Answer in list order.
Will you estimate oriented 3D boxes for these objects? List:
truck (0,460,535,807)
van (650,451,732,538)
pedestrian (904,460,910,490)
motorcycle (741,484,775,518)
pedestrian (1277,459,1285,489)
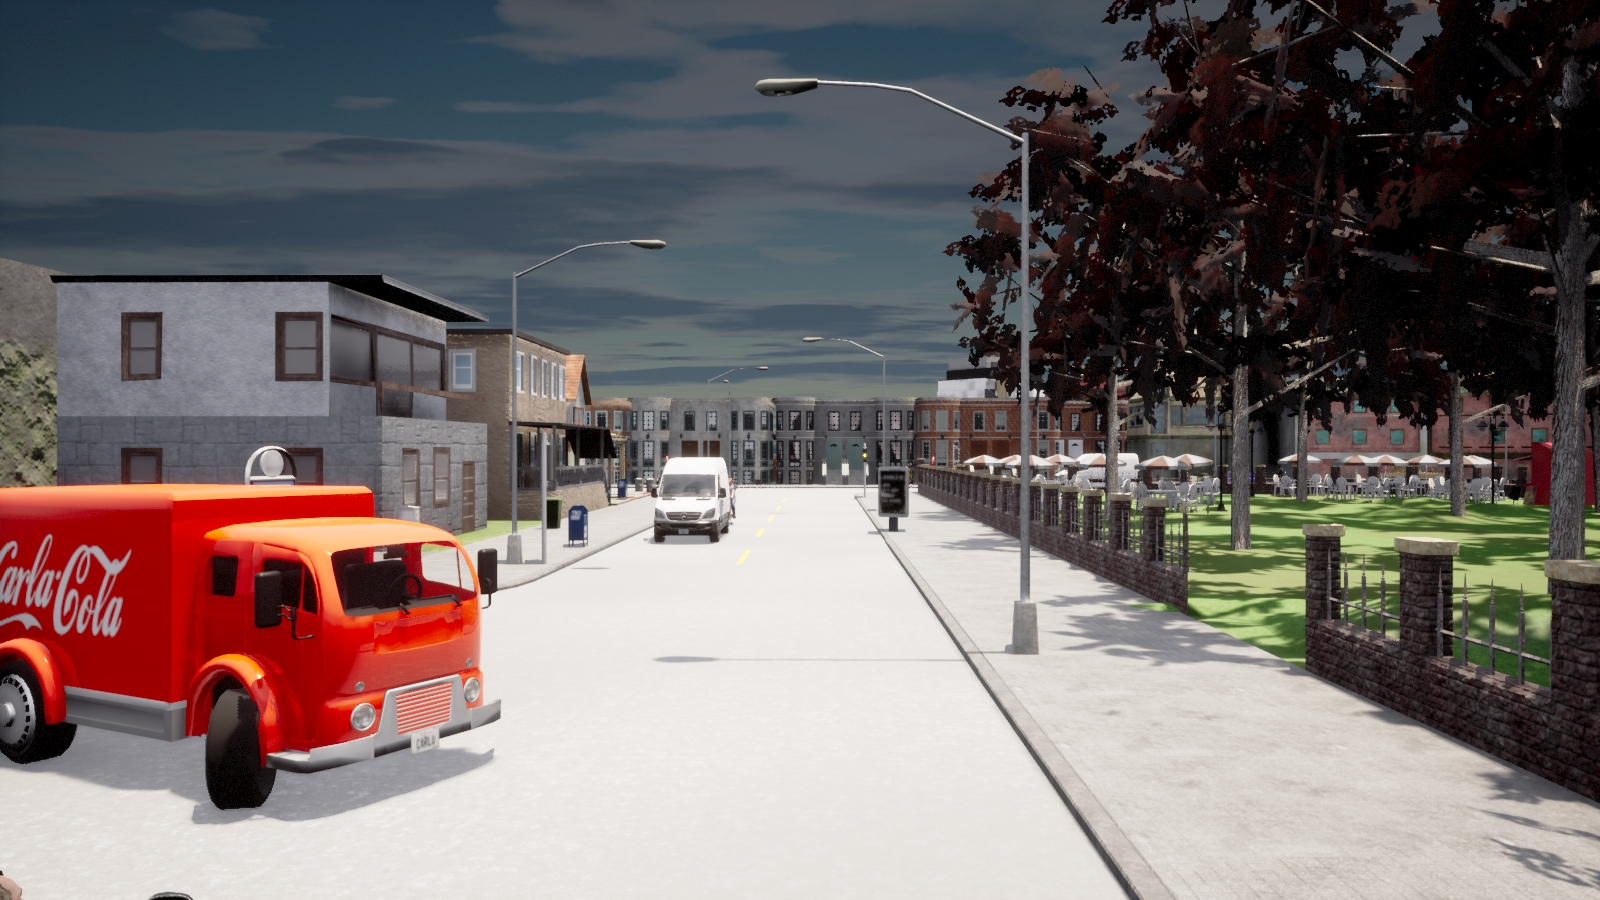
[{"bbox_3d":[-5.365,1.348,10.684,5.204,2.467,2.627,0,0,29],"label":"truck"},{"bbox_3d":[-3.393,1.314,36.728,1.988,2.561,5.915,0,0,1],"label":"van"},{"bbox_3d":[6.547,1.516,69.772,0.375,1.860,0.375,0,0,3],"label":"pedestrian"},{"bbox_3d":[-1.677,1.985,45.065,0.867,1.251,2.209,0,0,-15],"label":"motorcycle"},{"bbox_3d":[30.475,1.525,72.395,0.375,1.860,0.375,0,0,-2],"label":"pedestrian"}]
